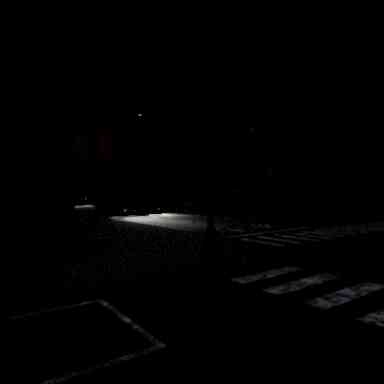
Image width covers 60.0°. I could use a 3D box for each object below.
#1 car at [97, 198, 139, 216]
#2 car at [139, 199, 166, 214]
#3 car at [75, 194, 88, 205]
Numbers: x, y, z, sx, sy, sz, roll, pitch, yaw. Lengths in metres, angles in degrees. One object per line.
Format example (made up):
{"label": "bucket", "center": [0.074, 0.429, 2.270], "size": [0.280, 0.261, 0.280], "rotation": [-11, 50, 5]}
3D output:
{"label": "car", "center": [-7.108, 1.306, 30.322], "size": [2.128, 1.511, 4.902], "rotation": [-1, 1, -36]}
{"label": "car", "center": [-4.185, 1.336, 31.825], "size": [1.994, 1.385, 4.181], "rotation": [-1, 1, -36]}
{"label": "car", "center": [-17.411, 1.085, 50.389], "size": [2.097, 1.767, 4.553], "rotation": [-1, 1, -35]}
